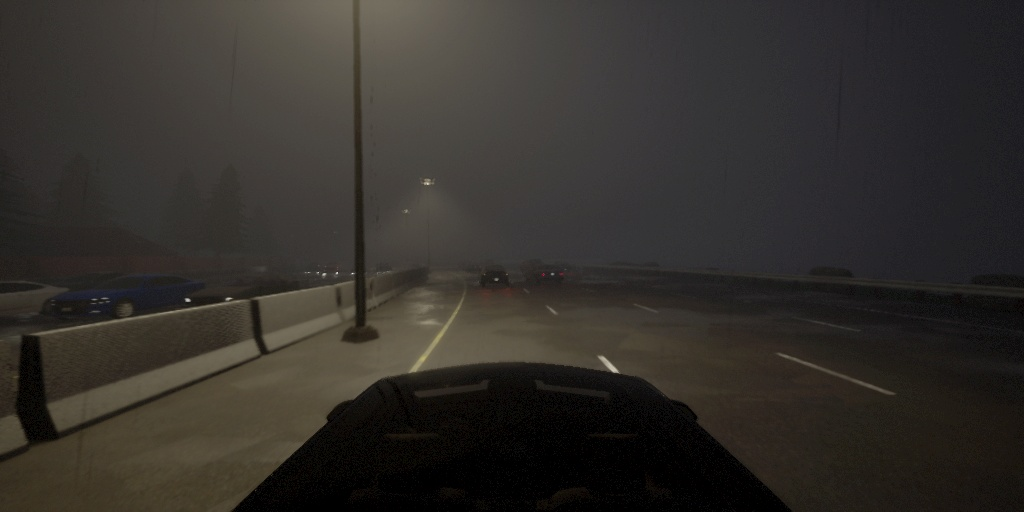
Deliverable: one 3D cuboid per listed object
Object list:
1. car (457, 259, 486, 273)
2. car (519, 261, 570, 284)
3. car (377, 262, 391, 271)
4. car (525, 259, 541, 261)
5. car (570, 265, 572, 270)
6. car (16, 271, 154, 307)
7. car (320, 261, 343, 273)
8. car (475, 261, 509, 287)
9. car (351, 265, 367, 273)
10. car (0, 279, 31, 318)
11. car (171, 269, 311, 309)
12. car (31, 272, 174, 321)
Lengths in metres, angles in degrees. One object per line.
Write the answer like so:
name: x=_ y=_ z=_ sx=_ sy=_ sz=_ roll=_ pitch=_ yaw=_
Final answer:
car: x=-5.338 y=1.420 z=46.884 sx=2.033 sy=1.411 sz=5.357 roll=-1 pitch=0 yaw=-18
car: x=2.279 y=1.287 z=26.736 sx=2.033 sy=1.411 sz=5.357 roll=-1 pitch=0 yaw=-11
car: x=-19.973 y=1.668 z=56.010 sx=1.994 sy=1.385 sz=4.181 roll=-1 pitch=0 yaw=-19
car: x=2.353 y=1.107 z=43.069 sx=2.097 sy=1.767 sz=4.553 roll=-1 pitch=0 yaw=-14
car: x=5.800 y=1.305 z=45.054 sx=1.895 sy=1.301 sz=4.718 roll=-1 pitch=0 yaw=-15
car: x=-22.052 y=1.603 z=18.926 sx=1.837 sy=1.490 sz=4.892 roll=-1 pitch=-1 yaw=-7
car: x=-26.120 y=1.542 z=52.318 sx=2.097 sy=1.767 sz=4.553 roll=-1 pitch=0 yaw=-19
car: x=-1.348 y=1.318 z=25.194 sx=1.812 sy=1.442 sz=4.674 roll=0 pitch=0 yaw=-9
car: x=-22.809 y=1.689 z=53.583 sx=2.033 sy=1.411 sz=5.357 roll=-1 pitch=0 yaw=-19
car: x=-17.944 y=1.554 z=12.090 sx=1.812 sy=1.442 sz=4.674 roll=-1 pitch=0 yaw=-4
car: x=-11.141 y=1.477 z=15.421 sx=2.033 sy=1.411 sz=5.357 roll=-1 pitch=0 yaw=-5
car: x=-14.566 y=1.457 z=14.044 sx=1.882 sy=1.535 sz=5.008 roll=-1 pitch=0 yaw=-5
